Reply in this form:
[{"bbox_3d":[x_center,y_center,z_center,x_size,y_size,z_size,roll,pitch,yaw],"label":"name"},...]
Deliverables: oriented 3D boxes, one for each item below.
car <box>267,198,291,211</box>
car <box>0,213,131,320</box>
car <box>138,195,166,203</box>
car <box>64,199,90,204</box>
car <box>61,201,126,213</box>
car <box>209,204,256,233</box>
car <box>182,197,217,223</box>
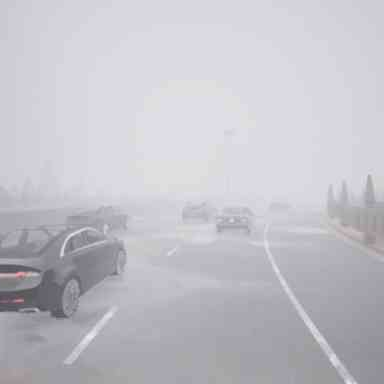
[{"bbox_3d":[10.227,1.464,38.823,1.812,1.442,4.674,0,0,27],"label":"car"},{"bbox_3d":[-2.886,1.450,7.291,2.128,1.511,4.902,0,0,5],"label":"car"},{"bbox_3d":[-5.575,1.268,46.705,2.097,1.767,4.553,0,0,28],"label":"car"},{"bbox_3d":[-13.133,1.457,38.716,1.994,1.385,4.181,0,0,23],"label":"car"},{"bbox_3d":[-4.819,1.431,17.733,1.837,1.490,4.892,0,0,12],"label":"car"},{"bbox_3d":[2.617,1.490,19.243,2.033,1.411,5.357,0,0,14],"label":"car"},{"bbox_3d":[0.695,1.419,25.036,2.128,1.511,4.902,0,0,17],"label":"car"}]
